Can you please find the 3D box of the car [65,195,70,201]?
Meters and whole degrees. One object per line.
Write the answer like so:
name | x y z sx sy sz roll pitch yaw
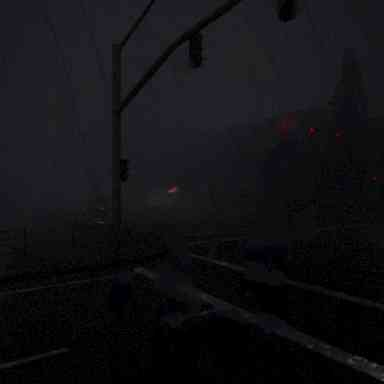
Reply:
car | -33.423 1.497 87.372 1.837 1.490 4.892 0 0 -34

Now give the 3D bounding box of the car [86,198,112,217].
car | -8.165 1.352 30.554 2.097 1.767 4.553 0 0 -34

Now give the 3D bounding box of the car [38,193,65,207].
car | -21.563 1.226 50.732 2.150 2.045 5.566 0 0 -33

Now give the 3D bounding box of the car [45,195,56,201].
car | -36.564 1.550 85.772 1.994 1.385 4.181 0 0 -34
